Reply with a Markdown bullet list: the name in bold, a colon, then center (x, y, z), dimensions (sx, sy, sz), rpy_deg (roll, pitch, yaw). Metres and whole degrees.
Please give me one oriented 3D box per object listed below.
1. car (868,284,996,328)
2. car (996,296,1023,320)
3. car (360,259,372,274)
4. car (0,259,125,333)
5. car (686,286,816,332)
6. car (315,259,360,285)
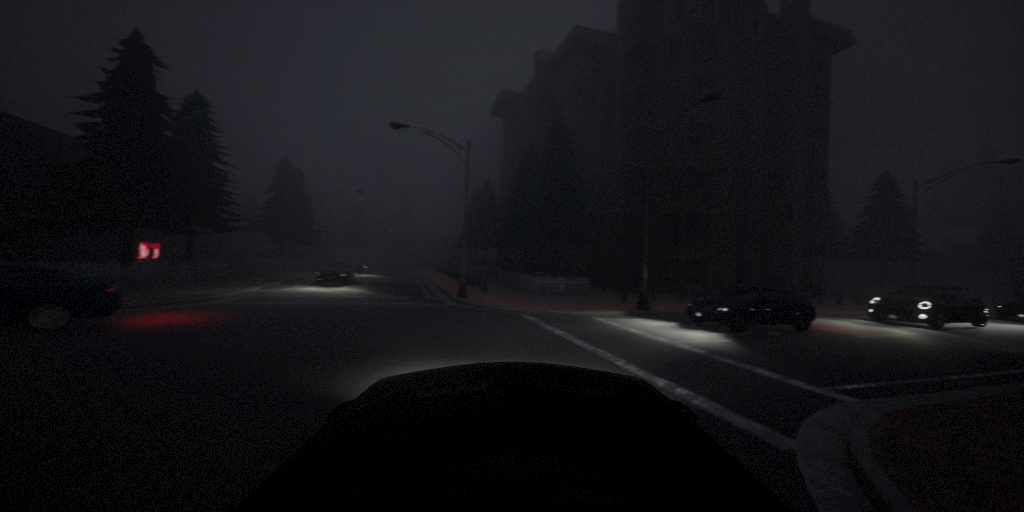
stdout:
- **car**: center (18.069, 2.061, 15.639), dimensions (4.553, 1.767, 2.097), rpy_deg (3, -1, -17)
- **car**: center (27.563, 2.761, 18.543), dimensions (4.718, 1.301, 1.895), rpy_deg (3, -1, -17)
- **car**: center (-16.173, 1.026, 38.368), dimensions (1.882, 1.535, 5.008), rpy_deg (3, -1, -17)
- **car**: center (-11.461, 0.792, 7.197), dimensions (1.882, 1.535, 5.008), rpy_deg (4, 1, 43)
- **car**: center (8.487, 1.778, 12.697), dimensions (4.674, 1.442, 1.812), rpy_deg (3, -1, -17)
- **car**: center (-11.583, 1.026, 23.792), dimensions (1.882, 1.535, 5.008), rpy_deg (3, -1, -18)
